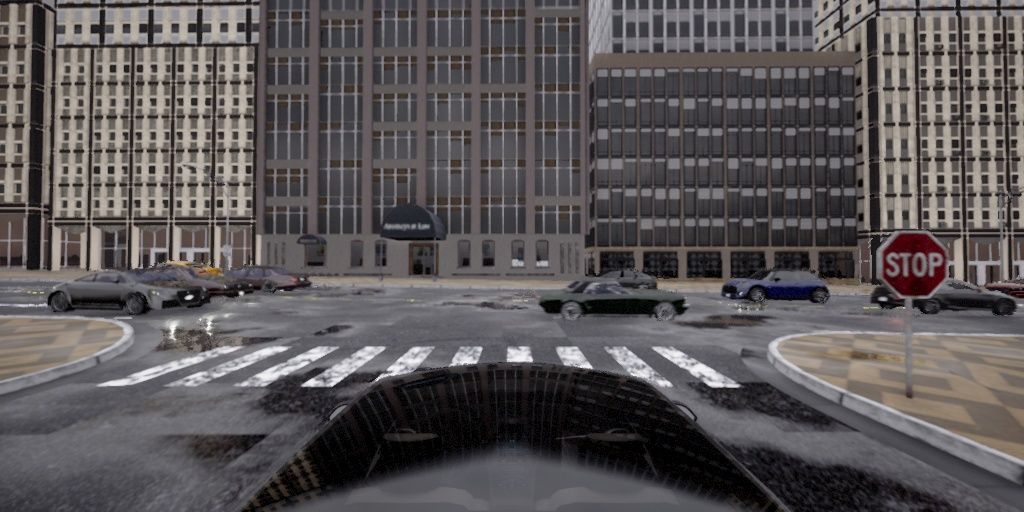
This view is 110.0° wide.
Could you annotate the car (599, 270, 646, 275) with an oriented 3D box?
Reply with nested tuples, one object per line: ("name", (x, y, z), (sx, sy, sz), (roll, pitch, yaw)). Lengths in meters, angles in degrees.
("car", (6.280, 1.577, 21.866), (4.892, 1.490, 1.837), (1, -1, 1))

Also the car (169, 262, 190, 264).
("car", (-20.896, 1.112, 22.260), (5.008, 1.535, 1.882), (1, -1, 1))

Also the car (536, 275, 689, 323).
("car", (3.204, 1.430, 11.941), (4.718, 1.301, 1.895), (0, 0, 1))

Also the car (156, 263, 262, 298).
("car", (-14.304, 1.173, 15.462), (5.357, 1.411, 2.033), (1, -1, 1))

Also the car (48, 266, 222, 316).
("car", (-12.660, 1.157, 12.023), (4.181, 1.385, 1.994), (1, -1, 5))

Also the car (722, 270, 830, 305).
("car", (13.433, 1.484, 18.513), (4.553, 1.767, 2.097), (1, -1, 1))

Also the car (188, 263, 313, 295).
("car", (-13.525, 1.242, 18.890), (5.357, 1.411, 2.033), (1, -1, 1))

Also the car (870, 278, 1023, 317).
("car", (17.835, 1.669, 14.984), (4.674, 1.442, 1.812), (1, -1, 1))
